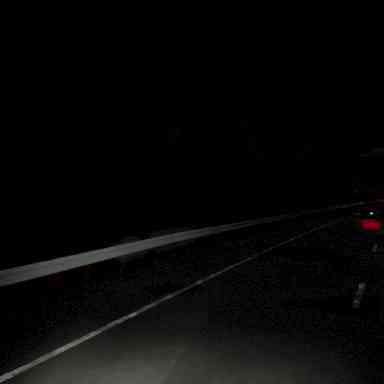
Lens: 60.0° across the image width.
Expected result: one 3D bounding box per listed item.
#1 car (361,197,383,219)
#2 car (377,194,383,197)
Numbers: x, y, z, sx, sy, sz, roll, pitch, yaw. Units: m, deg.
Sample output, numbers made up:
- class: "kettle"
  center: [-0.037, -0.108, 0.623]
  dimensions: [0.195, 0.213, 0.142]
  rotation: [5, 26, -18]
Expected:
- class: "car"
  center: [16.239, 1.505, 29.462]
  dimensions: [1.837, 1.490, 4.892]
  rotation: [0, 0, 35]
- class: "car"
  center: [22.348, 1.221, 37.965]
  dimensions: [2.150, 2.045, 5.566]
  rotation: [0, 0, 36]
